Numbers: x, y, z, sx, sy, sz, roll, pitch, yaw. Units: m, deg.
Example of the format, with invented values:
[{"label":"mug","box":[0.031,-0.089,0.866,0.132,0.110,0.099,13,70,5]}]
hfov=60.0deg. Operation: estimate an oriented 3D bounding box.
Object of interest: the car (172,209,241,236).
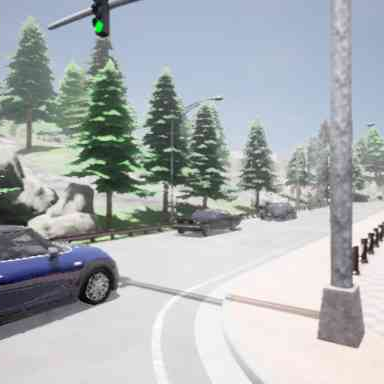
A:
[{"label":"car","box":[0.933,1.640,18.826,1.895,1.301,4.718,0,0,35]}]

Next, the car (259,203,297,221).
[{"label":"car","box":[7.253,1.603,27.897,1.994,1.385,4.181,0,0,35]}]

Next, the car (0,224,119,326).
[{"label":"car","box":[-3.501,1.369,6.028,2.097,1.767,4.553,0,0,34]}]
